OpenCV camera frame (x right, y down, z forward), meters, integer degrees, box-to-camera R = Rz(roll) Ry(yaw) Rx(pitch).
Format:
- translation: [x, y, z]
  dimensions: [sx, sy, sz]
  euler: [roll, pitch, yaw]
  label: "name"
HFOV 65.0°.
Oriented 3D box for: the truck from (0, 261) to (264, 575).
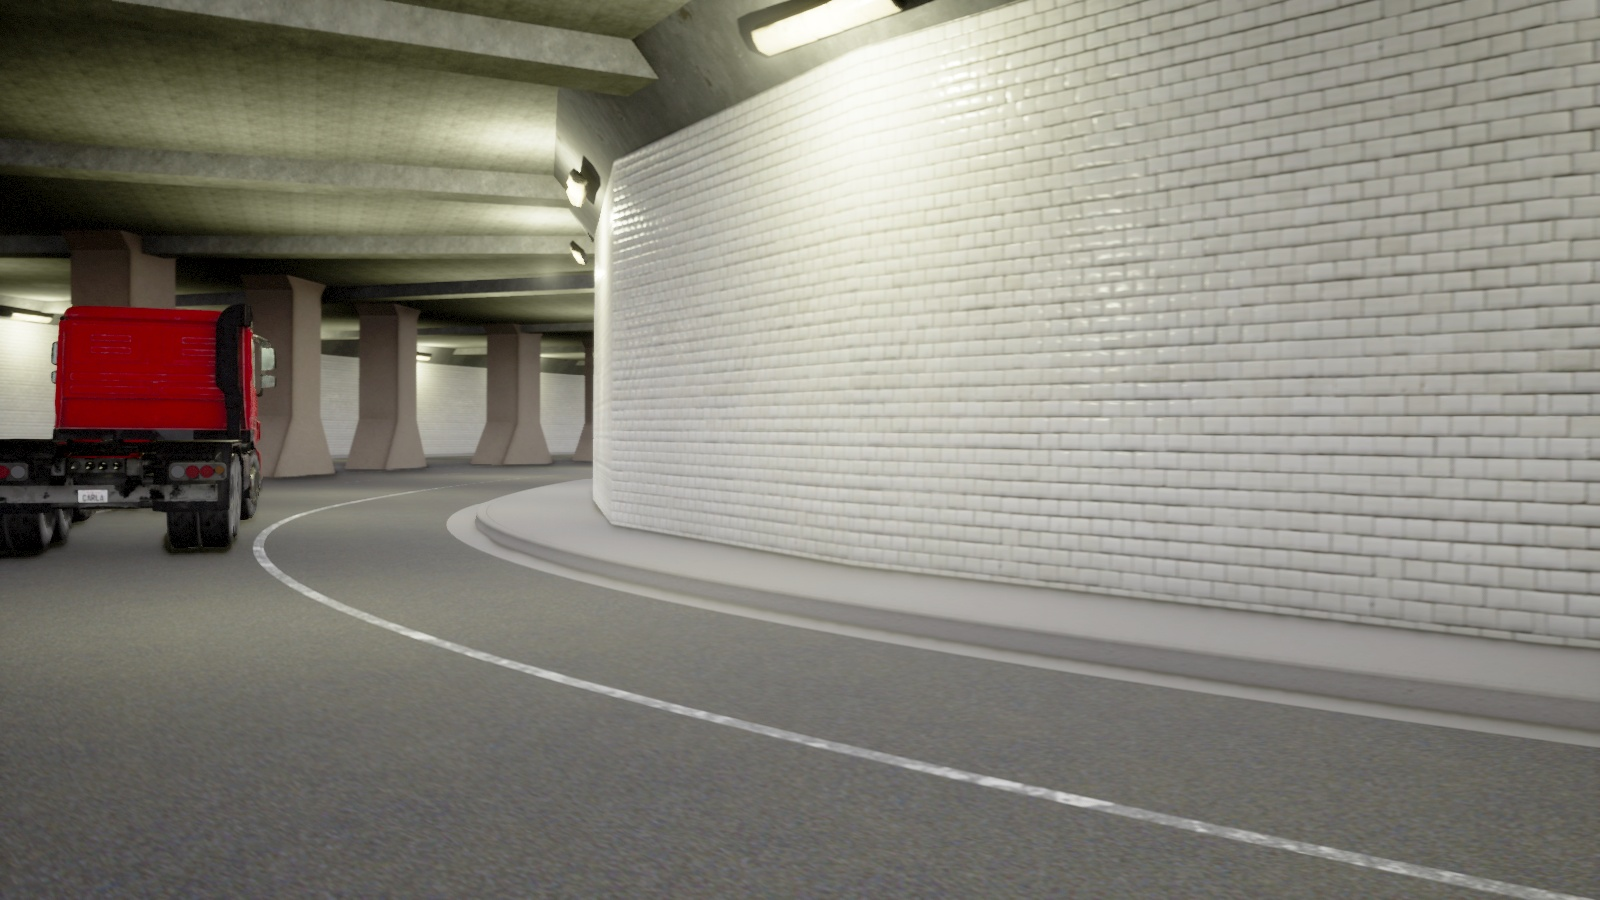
- translation: [-9.400, -0.396, 17.882]
  dimensions: [2.891, 3.462, 7.936]
  euler: [-1, 1, -21]
  label: "truck"
